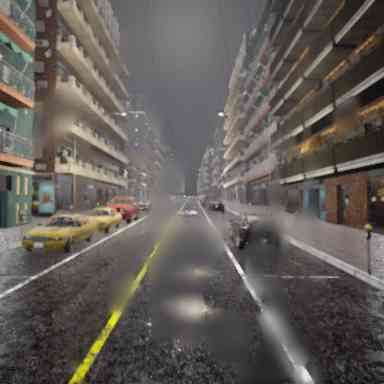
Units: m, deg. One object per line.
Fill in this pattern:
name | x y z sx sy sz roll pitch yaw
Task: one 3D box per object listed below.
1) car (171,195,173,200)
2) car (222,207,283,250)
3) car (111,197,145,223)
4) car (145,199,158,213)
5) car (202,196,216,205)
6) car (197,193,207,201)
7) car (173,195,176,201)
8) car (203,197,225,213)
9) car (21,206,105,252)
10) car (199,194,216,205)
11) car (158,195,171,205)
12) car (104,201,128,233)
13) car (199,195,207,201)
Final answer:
car | -5.280 1.539 65.036 1.887 1.381 4.507 2 0 0
car | 2.591 1.544 14.052 2.008 1.369 4.403 2 0 0
car | -5.278 1.304 25.388 2.192 1.841 5.009 2 0 0
car | -5.284 1.536 36.717 2.008 1.369 4.403 2 0 0
car | 2.595 1.567 42.373 1.802 1.307 4.206 2 0 0
car | 2.610 1.336 87.688 2.192 1.841 5.009 2 0 0
car | -5.273 1.461 87.695 1.967 1.590 4.097 2 0 0
car | 2.594 1.551 36.710 1.947 1.339 4.313 2 0 0
car | -5.288 1.518 13.888 1.752 1.417 4.829 2 0 0
car | 2.604 1.301 48.038 2.192 1.841 5.009 2 0 0
car | -5.280 1.516 59.201 1.752 1.417 4.829 2 0 0
car | -5.287 1.516 19.553 1.752 1.417 4.829 2 0 0
car | 2.603 1.539 82.193 1.752 1.417 4.829 2 0 0
